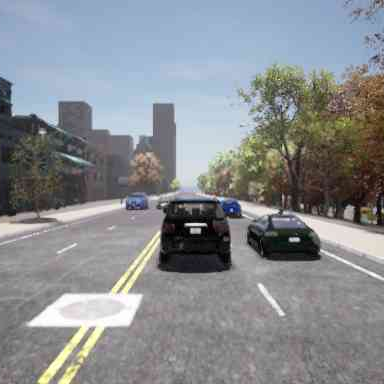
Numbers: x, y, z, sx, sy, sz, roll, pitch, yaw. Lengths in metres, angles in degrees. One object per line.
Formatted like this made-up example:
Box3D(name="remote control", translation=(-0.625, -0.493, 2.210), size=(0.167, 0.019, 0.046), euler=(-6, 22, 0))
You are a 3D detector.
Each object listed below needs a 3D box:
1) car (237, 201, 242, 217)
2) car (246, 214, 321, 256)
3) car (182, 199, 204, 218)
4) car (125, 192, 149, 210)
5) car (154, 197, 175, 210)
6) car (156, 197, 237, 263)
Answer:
Box3D(name="car", translation=(3.349, 1.380, 30.551), size=(1.882, 1.535, 5.008), euler=(0, 0, 0))
Box3D(name="car", translation=(3.350, 1.523, 12.873), size=(1.994, 1.385, 4.181), euler=(0, 0, 0))
Box3D(name="car", translation=(0.099, 1.429, 30.054), size=(1.812, 1.442, 4.674), euler=(0, 0, 0))
Box3D(name="car", translation=(-6.593, 1.089, 40.423), size=(2.150, 2.045, 5.566), euler=(0, 1, 0))
Box3D(name="car", translation=(-3.339, 1.361, 41.074), size=(2.128, 1.511, 4.902), euler=(0, 0, 0))
Box3D(name="car", translation=(0.100, 1.182, 12.000), size=(2.150, 2.045, 5.566), euler=(0, 0, 0))
